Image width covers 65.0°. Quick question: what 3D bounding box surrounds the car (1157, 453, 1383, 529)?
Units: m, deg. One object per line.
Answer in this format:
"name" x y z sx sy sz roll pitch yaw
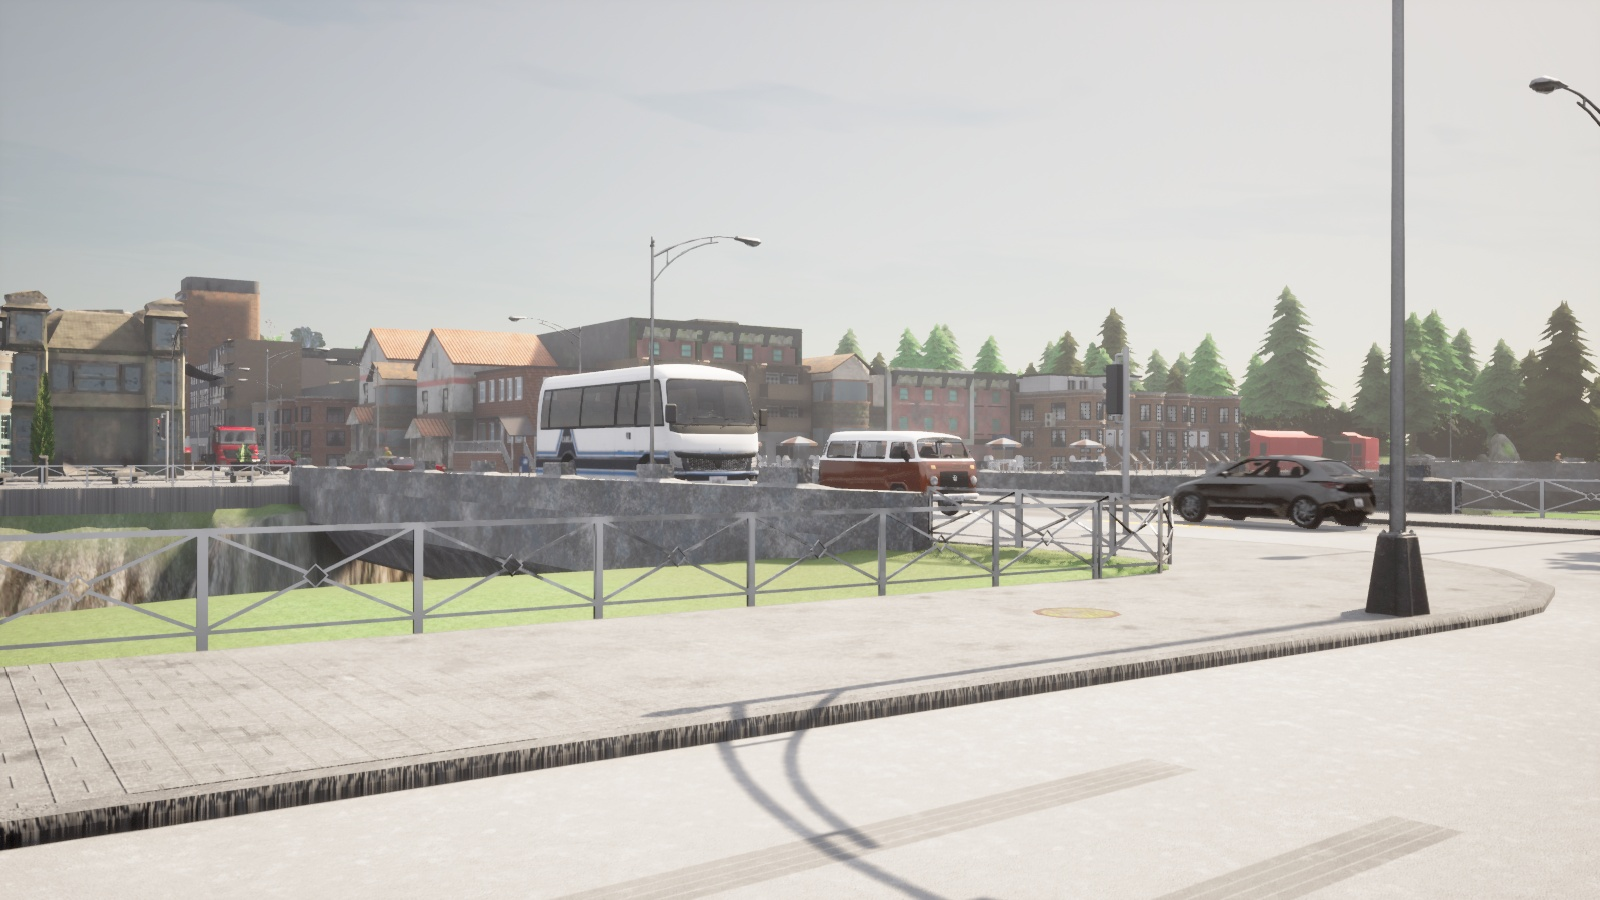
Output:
"car" 9.847 0.803 26.621 1.816 1.474 4.193 0 0 -35

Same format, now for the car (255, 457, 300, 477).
"car" -34.913 1.124 83.837 1.895 1.301 4.718 0 0 -34

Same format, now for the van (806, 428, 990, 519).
"van" 2.286 0.538 30.458 2.069 2.038 4.480 0 0 -35

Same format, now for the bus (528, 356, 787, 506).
"bus" -4.951 -0.521 40.842 3.944 4.253 10.273 0 0 -35

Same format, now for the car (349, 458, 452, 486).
"car" -19.321 1.035 60.675 4.718 1.301 1.895 0 0 26
